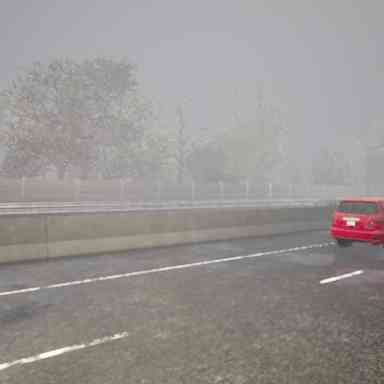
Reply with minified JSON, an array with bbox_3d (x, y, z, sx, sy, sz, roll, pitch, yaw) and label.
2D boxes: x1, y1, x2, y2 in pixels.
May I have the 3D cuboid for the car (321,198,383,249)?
[{"bbox_3d":[8.037,1.253,13.786,5.566,2.045,2.150,0,0,-35],"label":"car"}]

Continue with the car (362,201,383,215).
[{"bbox_3d":[20.474,1.693,35.786,4.718,1.301,1.895,0,0,-35],"label":"car"}]

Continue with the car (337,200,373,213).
[{"bbox_3d":[19.258,1.659,39.212,4.181,1.385,1.994,0,0,-35],"label":"car"}]

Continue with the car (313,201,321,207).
[{"bbox_3d":[17.328,1.600,42.134,4.892,1.490,1.837,0,0,-35],"label":"car"}]
